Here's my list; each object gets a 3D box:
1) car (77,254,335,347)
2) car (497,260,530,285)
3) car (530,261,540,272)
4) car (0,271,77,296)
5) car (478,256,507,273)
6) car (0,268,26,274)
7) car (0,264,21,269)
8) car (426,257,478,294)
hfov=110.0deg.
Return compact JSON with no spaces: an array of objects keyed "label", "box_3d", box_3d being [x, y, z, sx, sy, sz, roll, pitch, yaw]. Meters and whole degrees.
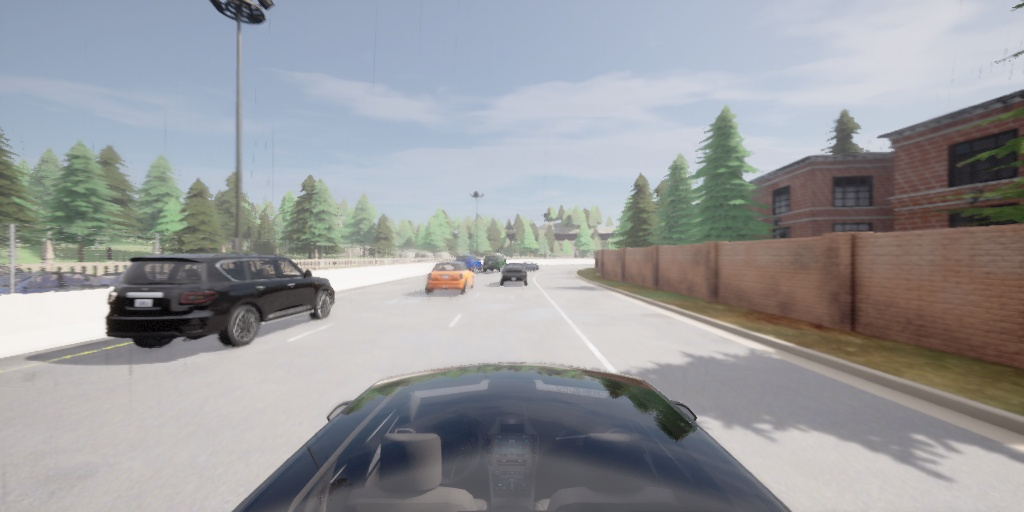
[{"label":"car","box_3d":[-6.897,0.967,9.398,2.150,2.045,5.566,0,0,0]},{"label":"car","box_3d":[0.177,1.256,26.357,1.837,1.490,4.892,0,0,1]},{"label":"car","box_3d":[2.342,1.317,46.168,1.994,1.385,4.181,0,0,14]},{"label":"car","box_3d":[-13.996,1.289,13.234,2.033,1.411,5.357,0,0,0]},{"label":"car","box_3d":[-1.958,0.971,44.157,2.150,2.045,5.566,-1,0,12]},{"label":"car","box_3d":[-17.496,1.286,13.234,2.033,1.411,5.357,0,0,0]},{"label":"car","box_3d":[-20.997,1.083,13.212,2.097,1.767,4.553,0,0,0]},{"label":"car","box_3d":[-3.387,1.099,20.359,2.097,1.767,4.553,0,0,0]}]
